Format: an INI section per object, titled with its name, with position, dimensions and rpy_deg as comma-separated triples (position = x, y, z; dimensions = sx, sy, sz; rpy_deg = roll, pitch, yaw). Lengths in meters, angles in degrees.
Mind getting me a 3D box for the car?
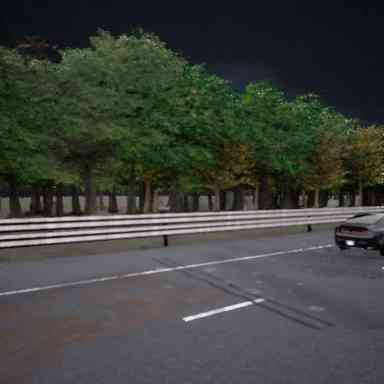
[car]
position = 7.752, 1.630, 13.565
dimensions = 4.892, 1.490, 1.837
rpy_deg = 1, 0, -36
